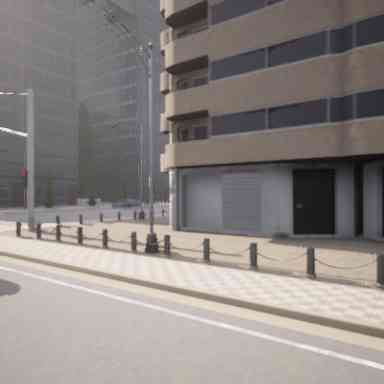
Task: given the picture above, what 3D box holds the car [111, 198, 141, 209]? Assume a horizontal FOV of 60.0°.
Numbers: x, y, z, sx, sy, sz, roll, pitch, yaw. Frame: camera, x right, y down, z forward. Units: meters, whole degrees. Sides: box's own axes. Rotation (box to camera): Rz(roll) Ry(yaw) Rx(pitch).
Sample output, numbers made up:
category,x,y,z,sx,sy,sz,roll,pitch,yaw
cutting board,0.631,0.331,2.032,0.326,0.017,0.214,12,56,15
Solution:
category,x,y,z,sx,sy,sz,roll,pitch,yaw
car,-9.165,1.629,46.671,1.812,1.442,4.674,0,0,36
